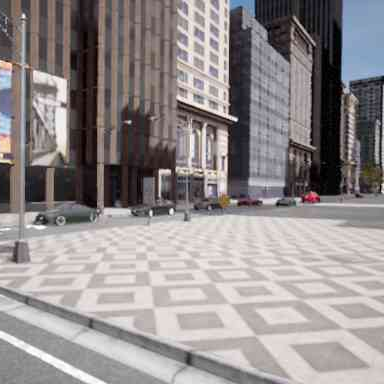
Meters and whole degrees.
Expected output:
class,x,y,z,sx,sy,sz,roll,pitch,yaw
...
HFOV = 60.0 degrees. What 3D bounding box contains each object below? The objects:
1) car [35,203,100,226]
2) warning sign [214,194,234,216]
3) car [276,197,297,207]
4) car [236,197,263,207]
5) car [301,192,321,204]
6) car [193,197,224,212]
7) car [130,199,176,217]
class,x,y,z,sx,sy,sz,roll,pitch,yaw
car,-8.446,1.476,22.805,1.994,1.385,4.181,1,1,35
warning sign,2.767,1.082,28.547,1.300,1.860,1.060,1,1,35
car,13.836,1.394,48.689,1.994,1.385,4.181,1,1,36
car,8.001,1.402,45.908,1.895,1.301,4.718,1,1,36
car,21.064,0.998,58.874,2.150,2.045,5.566,1,1,36
car,2.033,1.347,37.561,1.837,1.490,4.892,1,1,35
car,-3.425,1.384,29.875,1.837,1.490,4.892,1,1,35
